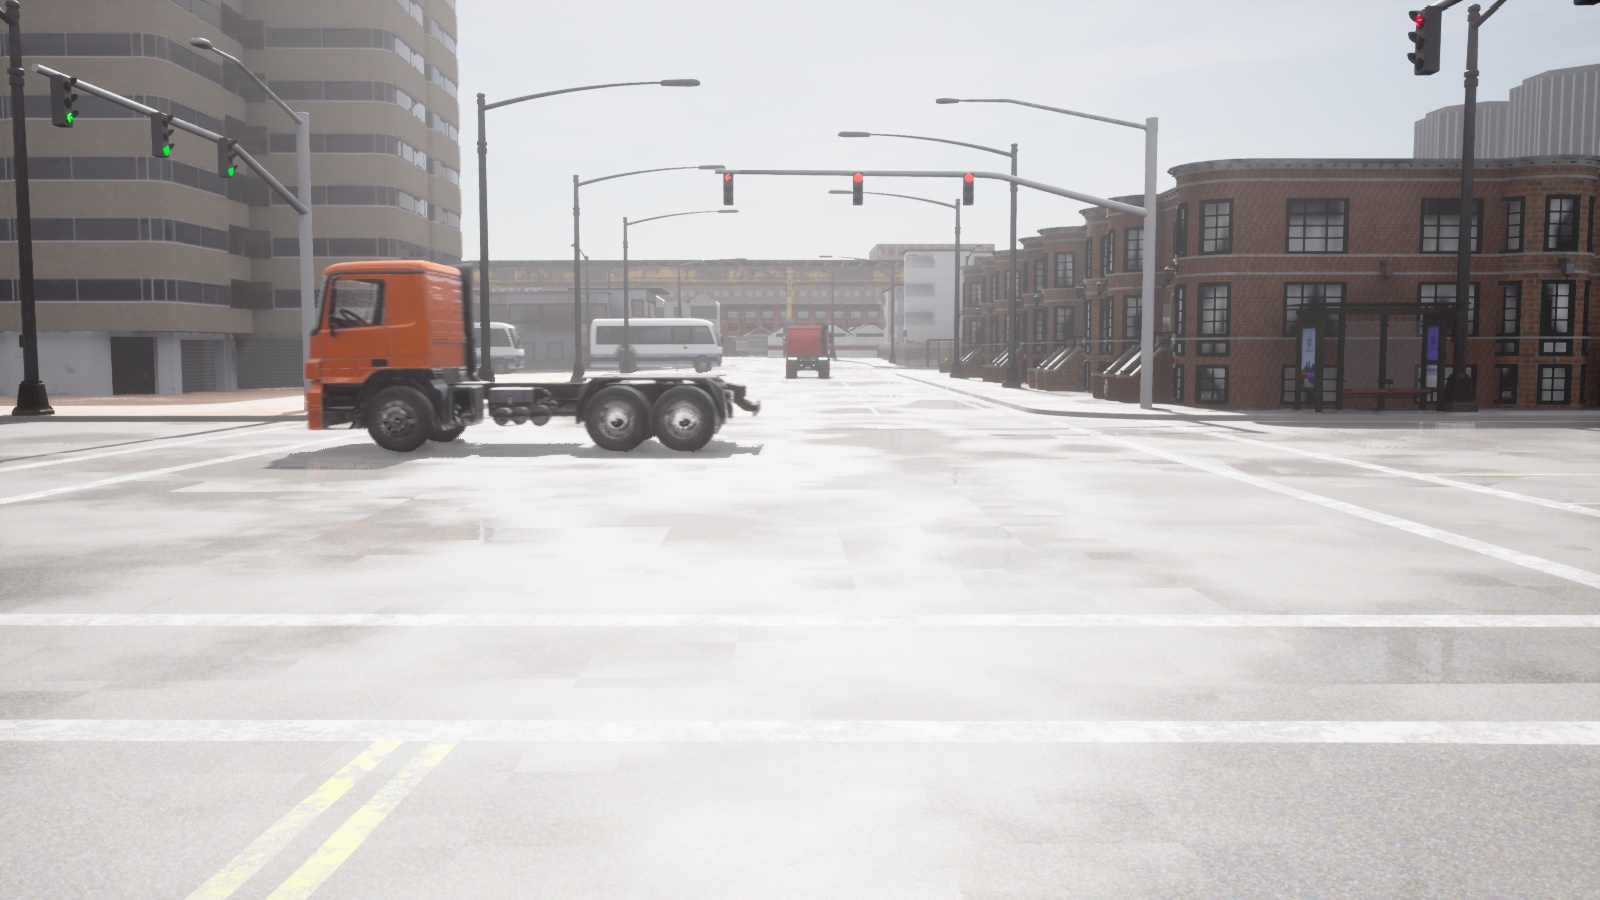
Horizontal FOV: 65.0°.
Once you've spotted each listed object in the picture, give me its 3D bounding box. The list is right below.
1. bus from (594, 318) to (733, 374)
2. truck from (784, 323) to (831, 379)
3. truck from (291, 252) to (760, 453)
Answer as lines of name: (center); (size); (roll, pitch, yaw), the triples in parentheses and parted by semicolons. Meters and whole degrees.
bus: (-10.385, -8.008, 96.810); (10.273, 4.253, 3.944); (0, 5, -1)
truck: (0.508, -6.412, 81.220); (2.891, 3.462, 7.936); (0, 5, 0)
truck: (-4.769, -1.792, 23.122); (7.936, 3.462, 2.891); (0, 5, 1)
